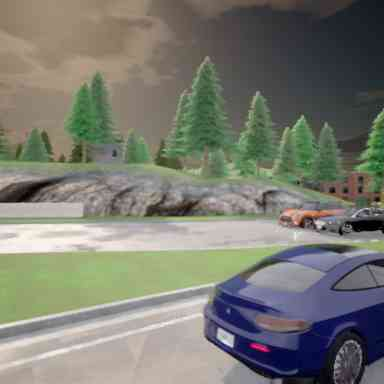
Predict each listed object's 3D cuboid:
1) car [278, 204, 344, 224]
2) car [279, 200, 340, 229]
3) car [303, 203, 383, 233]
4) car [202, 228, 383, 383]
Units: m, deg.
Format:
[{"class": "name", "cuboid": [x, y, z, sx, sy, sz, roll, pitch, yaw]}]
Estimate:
[{"class": "car", "cuboid": [9.168, 1.671, 25.692, 4.718, 1.301, 1.895, 0, 0, -22]}, {"class": "car", "cuboid": [7.893, 1.411, 21.474, 4.553, 1.767, 2.097, 0, 0, -21]}, {"class": "car", "cuboid": [8.893, 1.546, 18.102, 4.902, 1.511, 2.128, 0, 0, -20]}, {"class": "car", "cuboid": [2.344, 1.541, 5.117, 4.674, 1.442, 1.812, 0, 0, -32]}]
